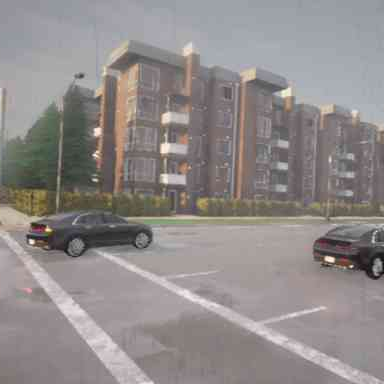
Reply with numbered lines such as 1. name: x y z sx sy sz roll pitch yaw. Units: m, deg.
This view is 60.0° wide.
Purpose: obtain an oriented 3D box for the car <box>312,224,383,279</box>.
1. car: 6.168 1.885 11.377 4.892 1.490 1.837 3 -1 -34

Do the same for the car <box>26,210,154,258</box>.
1. car: -3.569 1.438 12.512 1.837 1.490 4.892 0 -2 40
